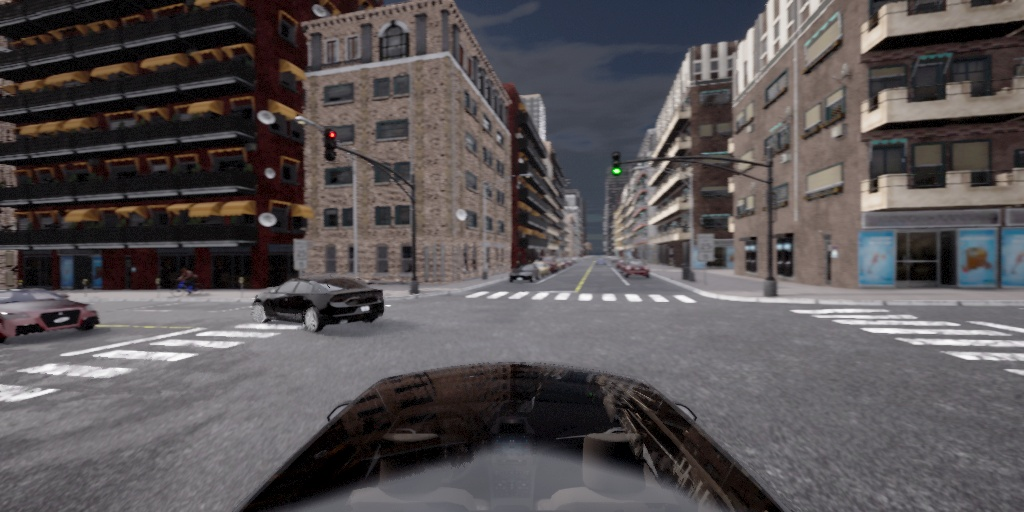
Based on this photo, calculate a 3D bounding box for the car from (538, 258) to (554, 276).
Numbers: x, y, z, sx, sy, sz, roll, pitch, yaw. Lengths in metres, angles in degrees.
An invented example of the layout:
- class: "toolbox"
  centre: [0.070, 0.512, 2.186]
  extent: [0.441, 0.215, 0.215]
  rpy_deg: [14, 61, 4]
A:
- class: "car"
  centre: [2.350, 1.145, 32.472]
  extent: [1.751, 1.417, 4.829]
  rpy_deg: [0, 0, 14]

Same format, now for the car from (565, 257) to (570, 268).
- class: "car"
  centre: [6.416, 0.971, 49.202]
  extent: [1.967, 1.591, 4.097]
  rpy_deg: [0, 0, 14]

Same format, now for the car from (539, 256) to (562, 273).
- class: "car"
  centre: [3.732, 0.904, 38.158]
  extent: [2.192, 1.841, 5.009]
  rpy_deg: [0, 0, 14]

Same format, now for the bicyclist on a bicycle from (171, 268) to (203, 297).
- class: "bicyclist on a bicycle"
  centre: [-18.548, 1.501, 20.493]
  extent: [0.582, 1.620, 1.656]
  rpy_deg: [-1, 0, 13]

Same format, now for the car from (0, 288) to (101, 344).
- class: "car"
  centre: [-14.775, 1.686, 10.648]
  extent: [4.181, 1.385, 1.994]
  rpy_deg: [-1, 0, 13]

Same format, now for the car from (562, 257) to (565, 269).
- class: "car"
  centre: [5.033, 1.085, 43.515]
  extent: [1.751, 1.417, 4.829]
  rpy_deg: [0, 0, 14]

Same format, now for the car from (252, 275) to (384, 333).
- class: "car"
  centre: [-6.227, 1.377, 11.365]
  extent: [5.008, 1.535, 1.882]
  rpy_deg: [-1, -1, 32]

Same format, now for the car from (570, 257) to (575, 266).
- class: "car"
  centre: [9.099, 0.913, 60.245]
  extent: [1.967, 1.591, 4.097]
  rpy_deg: [0, 0, 14]

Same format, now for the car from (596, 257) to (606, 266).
- class: "car"
  centre: [15.700, 0.963, 63.331]
  extent: [2.033, 1.411, 5.357]
  rpy_deg: [0, 0, 14]

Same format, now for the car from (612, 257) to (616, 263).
- class: "car"
  centre: [14.559, 1.060, 47.225]
  extent: [1.802, 1.307, 4.207]
  rpy_deg: [0, 0, 14]

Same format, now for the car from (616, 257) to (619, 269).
- class: "car"
  centre: [11.876, 0.976, 36.181]
  extent: [1.967, 1.591, 4.097]
  rpy_deg: [0, 0, 14]

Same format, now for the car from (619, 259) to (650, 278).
- class: "car"
  centre: [10.534, 1.006, 30.660]
  extent: [1.967, 1.591, 4.097]
  rpy_deg: [0, 0, 14]

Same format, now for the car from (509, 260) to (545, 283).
- class: "car"
  centre: [1.049, 1.216, 27.115]
  extent: [1.948, 1.339, 4.313]
  rpy_deg: [0, 0, 14]
